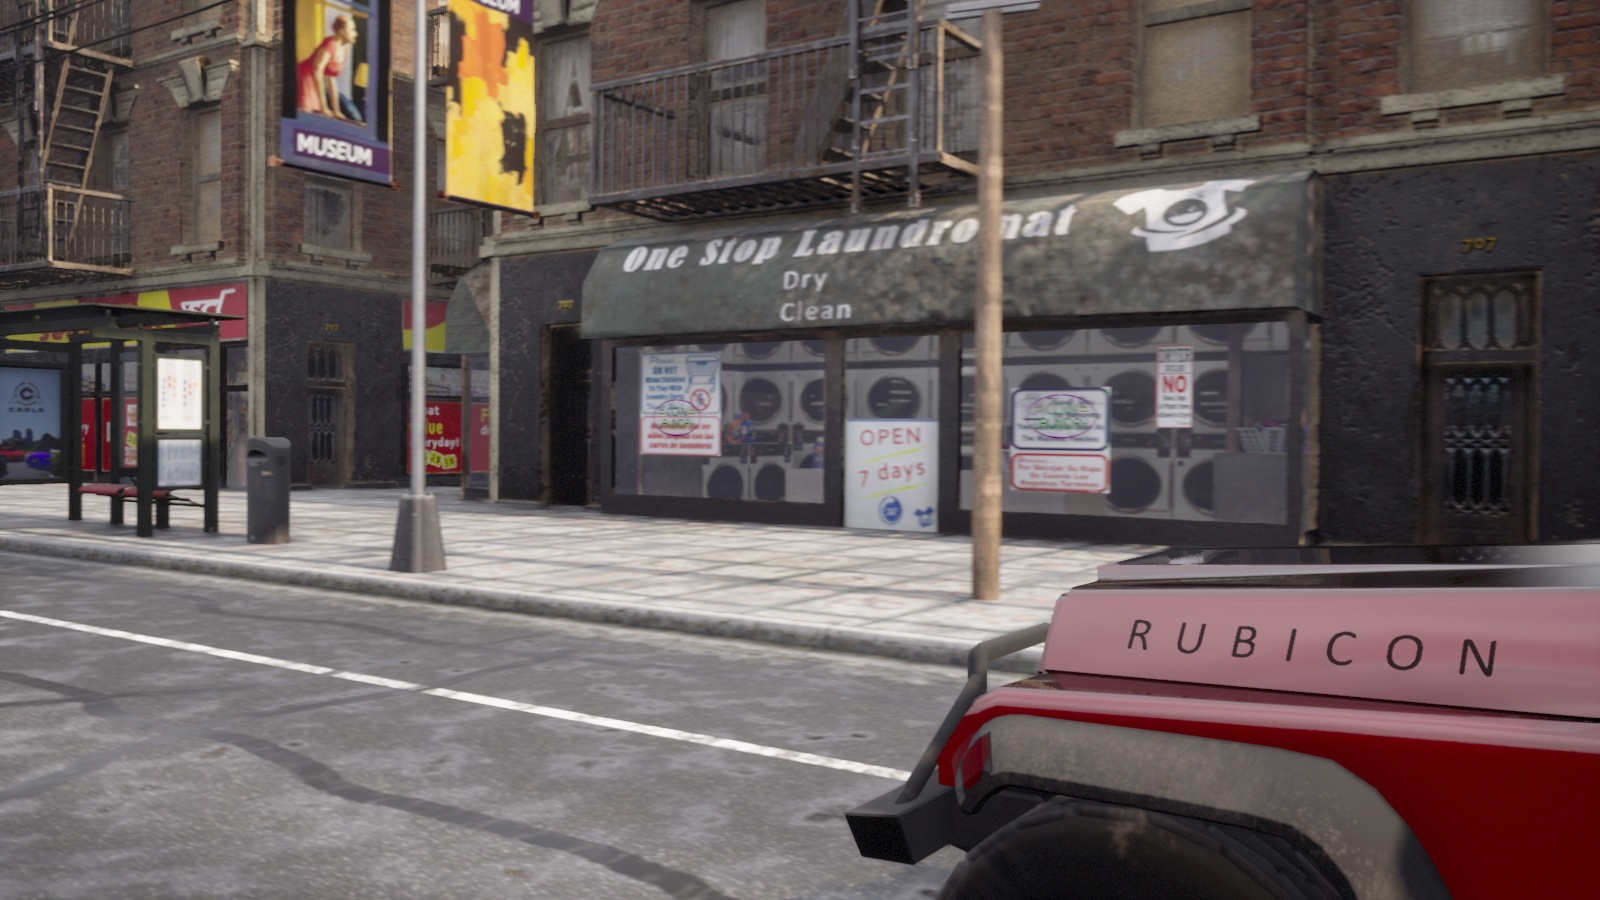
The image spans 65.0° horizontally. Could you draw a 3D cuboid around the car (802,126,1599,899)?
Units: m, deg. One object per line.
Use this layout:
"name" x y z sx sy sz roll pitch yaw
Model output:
"car" 2.151 0.478 2.190 3.866 1.878 1.905 0 1 34
